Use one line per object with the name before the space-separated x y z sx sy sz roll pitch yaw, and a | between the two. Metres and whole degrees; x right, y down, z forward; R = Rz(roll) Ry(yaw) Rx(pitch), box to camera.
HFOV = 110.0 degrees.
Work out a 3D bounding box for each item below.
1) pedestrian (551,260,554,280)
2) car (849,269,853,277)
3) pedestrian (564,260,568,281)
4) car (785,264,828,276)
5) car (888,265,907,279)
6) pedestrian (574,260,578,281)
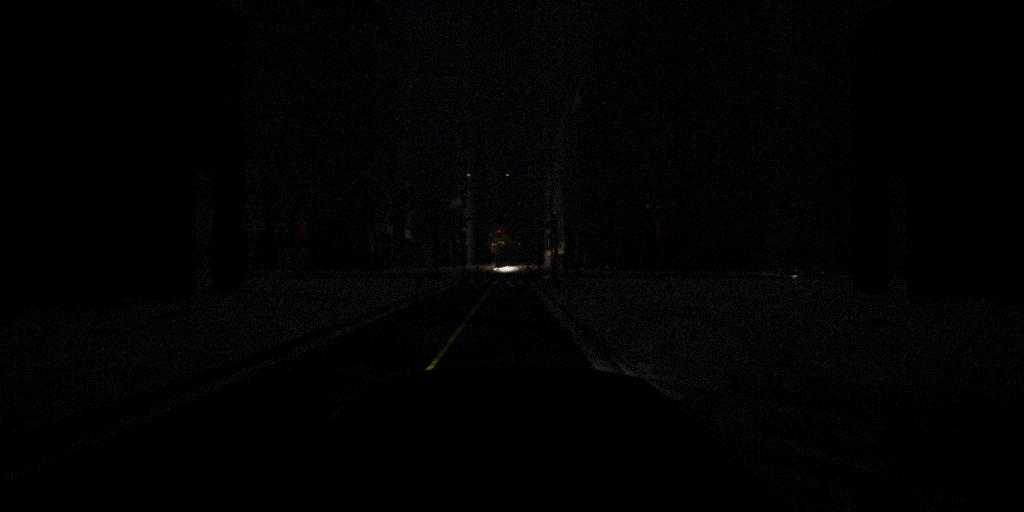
pedestrian | 3.641 1.252 32.159 0.375 1.860 0.375 0 -1 0
car | 41.620 1.836 41.343 4.181 1.385 1.994 0 -1 1
pedestrian | 4.641 1.242 30.959 0.375 1.860 0.375 0 -1 0
car | 39.358 1.842 47.946 4.892 1.490 1.837 0 -1 1
car | 41.094 1.743 38.099 4.892 1.490 1.837 0 -1 1
pedestrian | 5.641 1.260 31.559 0.375 1.860 0.375 0 -1 0
